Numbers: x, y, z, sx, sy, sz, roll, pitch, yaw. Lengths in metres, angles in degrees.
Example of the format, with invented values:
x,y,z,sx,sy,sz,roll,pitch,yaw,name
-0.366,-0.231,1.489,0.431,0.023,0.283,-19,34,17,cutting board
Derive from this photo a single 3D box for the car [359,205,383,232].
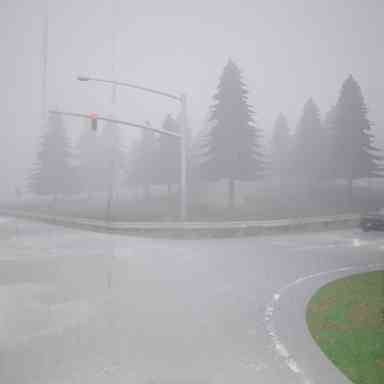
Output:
x,y,z,sx,sy,sz,roll,pitch,yaw,name
10.930,1.226,17.273,5.008,1.535,1.882,-3,1,-24,car

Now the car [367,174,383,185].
x,y,z,sx,sy,sz,roll,pitch,yaw,name
28.162,-2.127,51.084,2.150,2.045,5.566,0,5,25,car
